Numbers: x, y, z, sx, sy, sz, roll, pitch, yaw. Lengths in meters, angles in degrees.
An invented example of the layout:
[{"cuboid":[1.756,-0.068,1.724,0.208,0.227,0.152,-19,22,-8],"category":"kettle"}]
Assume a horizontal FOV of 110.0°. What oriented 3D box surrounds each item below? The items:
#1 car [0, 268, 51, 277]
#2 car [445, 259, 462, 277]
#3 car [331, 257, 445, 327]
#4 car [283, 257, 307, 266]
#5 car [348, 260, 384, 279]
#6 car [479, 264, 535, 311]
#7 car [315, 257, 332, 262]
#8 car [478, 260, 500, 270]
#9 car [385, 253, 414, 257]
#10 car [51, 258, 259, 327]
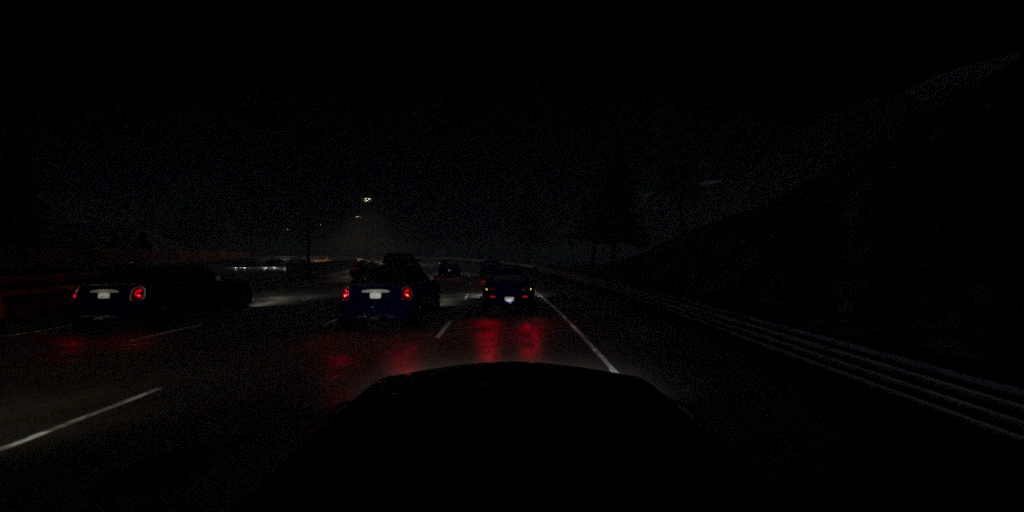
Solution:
[{"cuboid":[-21.576,1.224,16.126,1.994,1.385,4.181,0,0,-4],"category":"car"},{"cuboid":[-5.604,1.021,32.354,1.882,1.535,5.008,0,1,-9],"category":"car"},{"cuboid":[-3.606,1.037,11.394,2.097,1.767,4.553,0,0,-2],"category":"car"},{"cuboid":[-33.153,0.898,55.607,2.128,1.511,4.902,0,0,-18],"category":"car"},{"cuboid":[-12.479,1.120,30.952,1.994,1.385,4.181,0,0,-9],"category":"car"},{"cuboid":[-0.190,1.194,13.785,1.812,1.442,4.674,0,1,-3],"category":"car"},{"cuboid":[-29.891,0.868,56.885,1.882,1.535,5.008,0,0,-19],"category":"car"},{"cuboid":[-1.817,1.079,30.676,1.812,1.442,4.674,0,1,-8],"category":"car"},{"cuboid":[-8.379,0.802,27.237,2.150,2.045,5.566,0,1,-8],"category":"car"},{"cuboid":[-10.605,1.039,11.370,2.097,1.767,4.553,0,0,-2],"category":"car"}]
